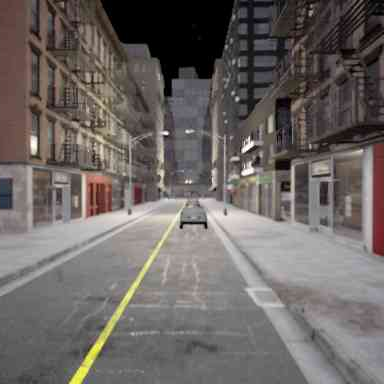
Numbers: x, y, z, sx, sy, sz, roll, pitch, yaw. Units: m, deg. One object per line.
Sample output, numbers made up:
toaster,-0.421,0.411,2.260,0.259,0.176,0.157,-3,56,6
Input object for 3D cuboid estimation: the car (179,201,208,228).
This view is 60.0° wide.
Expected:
car,0.102,1.575,22.393,2.033,1.411,5.357,0,0,0

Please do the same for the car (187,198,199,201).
car,0.110,1.529,44.063,2.128,1.511,4.902,0,0,0
